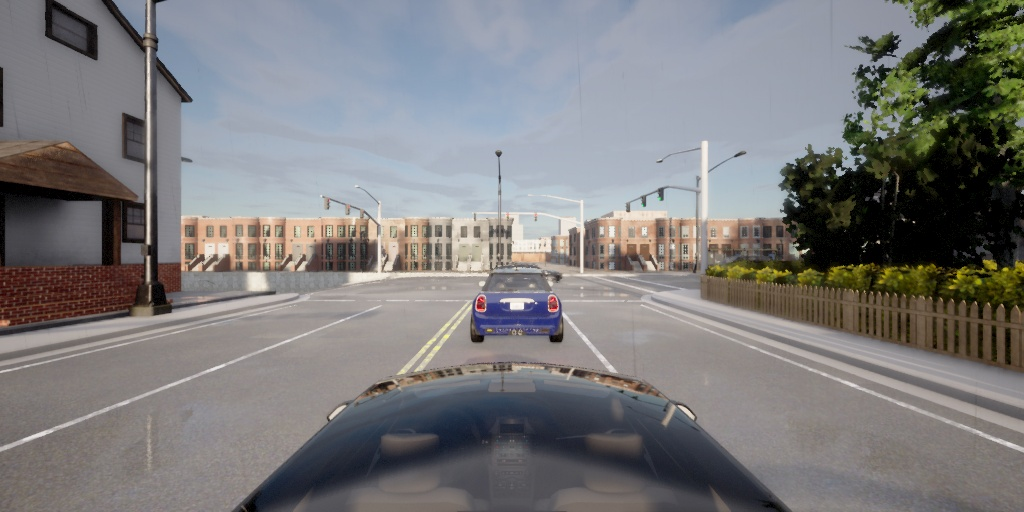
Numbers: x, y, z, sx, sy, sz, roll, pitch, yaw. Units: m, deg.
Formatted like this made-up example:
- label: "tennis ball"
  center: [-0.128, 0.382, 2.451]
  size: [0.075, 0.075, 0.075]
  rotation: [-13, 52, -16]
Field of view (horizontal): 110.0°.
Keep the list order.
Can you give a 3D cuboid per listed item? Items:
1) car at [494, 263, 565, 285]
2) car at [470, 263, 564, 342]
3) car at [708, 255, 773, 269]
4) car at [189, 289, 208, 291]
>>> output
- label: "car"
  center: [1.223, 1.254, 25.852]
  size: [4.892, 1.490, 1.837]
  rotation: [0, 0, 0]
- label: "car"
  center: [0.111, 1.102, 9.888]
  size: [2.097, 1.767, 4.553]
  rotation: [0, 0, 0]
- label: "car"
  center: [18.743, 0.971, 29.598]
  size: [5.566, 2.045, 2.150]
  rotation: [0, 0, 0]
- label: "car"
  center: [-23.039, 3.452, 25.759]
  size: [5.566, 2.045, 2.150]
  rotation: [-13, 1, 0]
